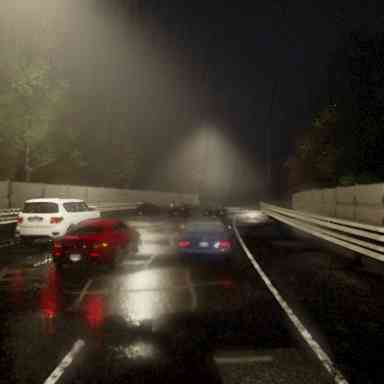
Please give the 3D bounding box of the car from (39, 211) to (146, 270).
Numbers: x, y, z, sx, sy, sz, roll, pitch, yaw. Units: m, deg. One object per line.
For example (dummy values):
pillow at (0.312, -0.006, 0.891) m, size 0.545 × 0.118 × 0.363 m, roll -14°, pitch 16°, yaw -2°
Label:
car at (-3.040, 1.614, 11.323) m, size 1.812 × 1.442 × 4.674 m, roll 0°, pitch 0°, yaw 3°

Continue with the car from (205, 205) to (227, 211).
car at (2.210, 1.877, 30.364) m, size 1.895 × 1.301 × 4.718 m, roll 0°, pitch -1°, yaw 8°

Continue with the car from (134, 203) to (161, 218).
car at (-4.440, 1.827, 33.341) m, size 1.812 × 1.442 × 4.674 m, roll 0°, pitch -1°, yaw 8°

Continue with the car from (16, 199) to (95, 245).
car at (-6.237, 1.347, 16.319) m, size 2.150 × 2.045 × 5.566 m, roll 0°, pitch 0°, yaw 4°

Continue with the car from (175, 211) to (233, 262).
car at (0.522, 1.650, 12.512) m, size 2.033 × 1.411 × 5.357 m, roll 0°, pitch 0°, yaw 3°

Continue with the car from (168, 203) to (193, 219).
car at (-1.079, 1.784, 32.110) m, size 2.128 × 1.511 × 4.902 m, roll 0°, pitch -1°, yaw 8°
